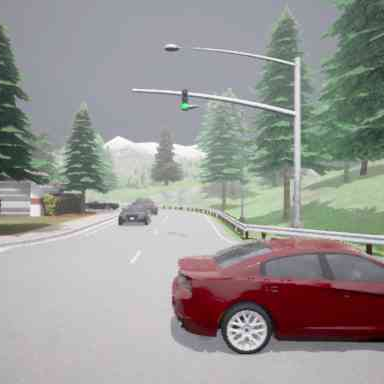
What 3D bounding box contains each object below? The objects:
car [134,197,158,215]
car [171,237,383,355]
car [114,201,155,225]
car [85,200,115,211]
[{"bbox_3d":[-4.889,1.362,33.745,2.097,1.767,4.553,0,0,-19],"label":"car"},{"bbox_3d":[2.169,1.532,5.528,5.008,1.535,1.882,1,0,-1],"label":"car"},{"bbox_3d":[-4.036,1.571,23.957,1.994,1.385,4.181,0,0,-2],"label":"car"},{"bbox_3d":[-11.477,1.620,41.471,4.718,1.301,1.895,0,0,14],"label":"car"}]
